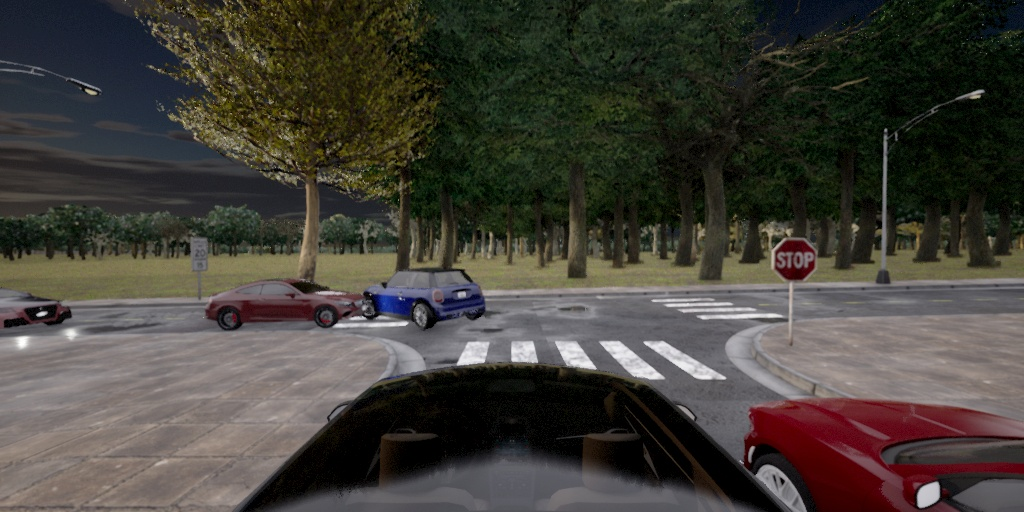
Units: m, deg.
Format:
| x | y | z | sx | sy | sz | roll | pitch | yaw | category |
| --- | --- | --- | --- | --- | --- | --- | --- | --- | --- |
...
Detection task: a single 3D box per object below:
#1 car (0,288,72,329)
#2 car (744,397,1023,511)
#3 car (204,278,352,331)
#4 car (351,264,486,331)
| x | y | z | sx | sy | sz | roll | pitch | yaw | category |
| --- | --- | --- | --- | --- | --- | --- | --- | --- | --- |
| -16.939 | 1.713 | 11.384 | 4.181 | 1.385 | 1.994 | -1 | 1 | 0 | car |
| 2.636 | 1.295 | 0.953 | 1.888 | 1.381 | 4.507 | 0 | 0 | 0 | car |
| -7.035 | 1.435 | 11.389 | 4.674 | 1.442 | 1.812 | -1 | 1 | 0 | car |
| -3.027 | 1.152 | 11.612 | 4.553 | 1.767 | 2.097 | -1 | 1 | 41 | car |
